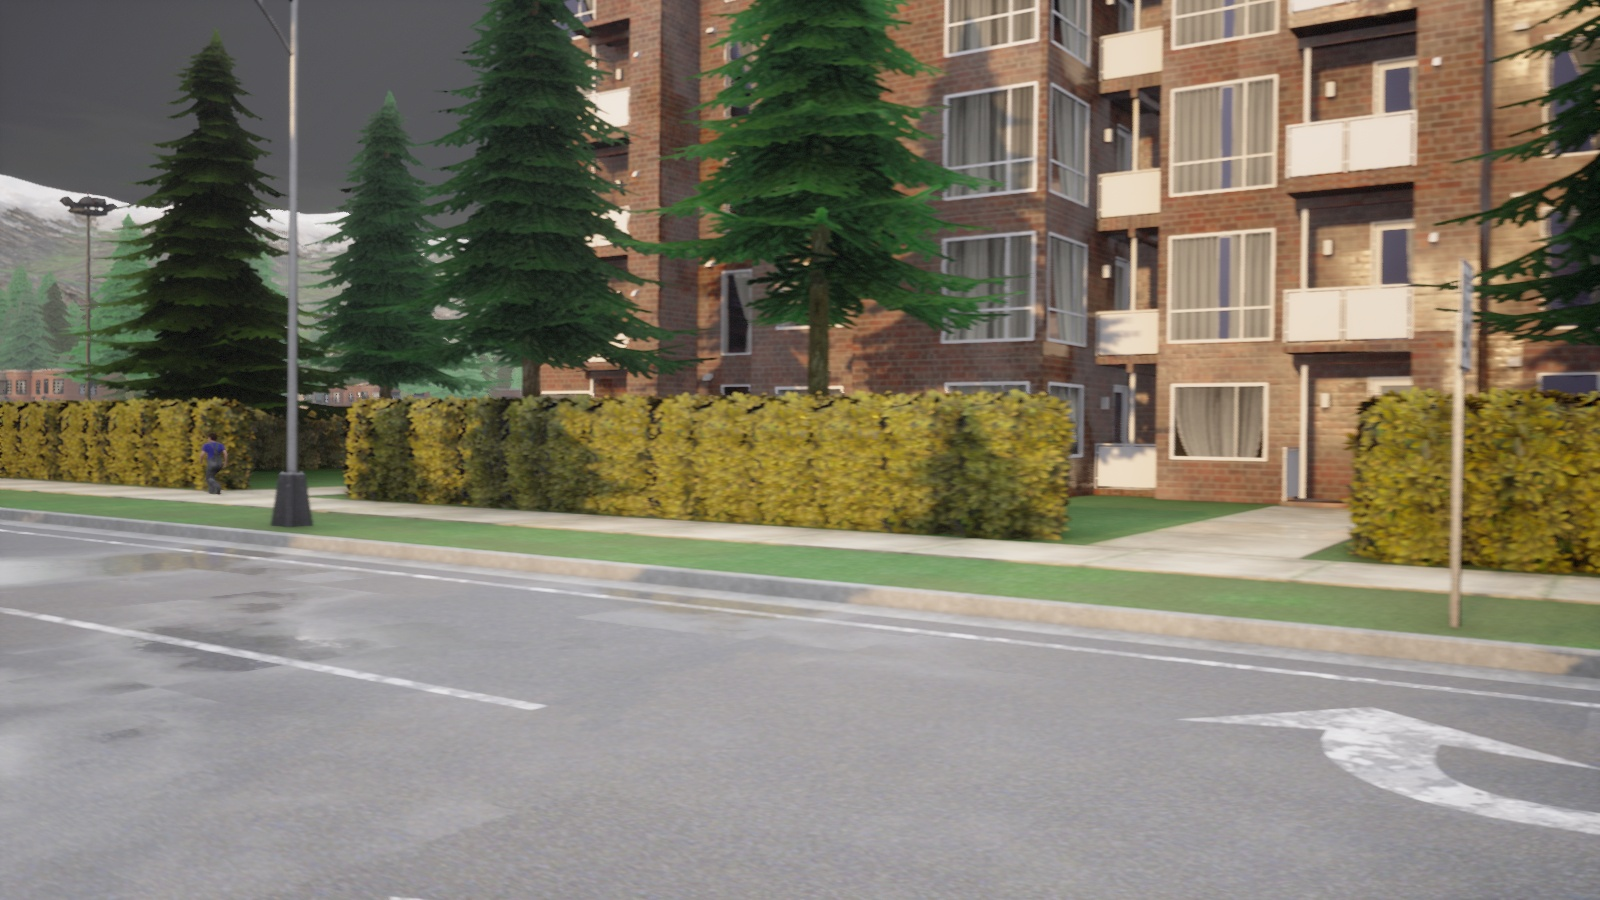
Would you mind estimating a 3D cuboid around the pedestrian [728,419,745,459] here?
[{"bbox_3d":[-3.116,-0.543,61.436,0.423,1.949,0.788,0,1,34],"label":"pedestrian"}]

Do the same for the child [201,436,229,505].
[{"bbox_3d":[-10.897,0.374,23.393,0.437,1.263,0.270,0,1,32],"label":"child"}]
